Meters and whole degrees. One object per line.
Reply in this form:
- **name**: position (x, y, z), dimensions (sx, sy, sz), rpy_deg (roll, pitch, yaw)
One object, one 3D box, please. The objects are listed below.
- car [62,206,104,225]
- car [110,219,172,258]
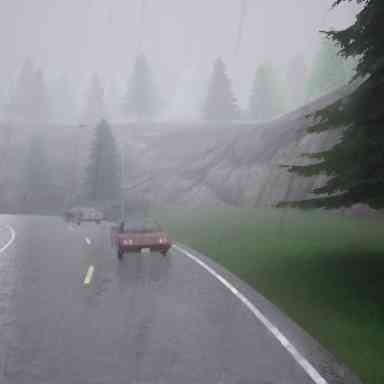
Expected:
- **car**: position (-8.827, 1.832, 26.762), dimensions (2.033, 1.411, 5.357), rpy_deg (0, -1, -36)
- **car**: position (-2.273, 1.743, 13.545), dimensions (1.895, 1.301, 4.718), rpy_deg (0, -1, -18)
